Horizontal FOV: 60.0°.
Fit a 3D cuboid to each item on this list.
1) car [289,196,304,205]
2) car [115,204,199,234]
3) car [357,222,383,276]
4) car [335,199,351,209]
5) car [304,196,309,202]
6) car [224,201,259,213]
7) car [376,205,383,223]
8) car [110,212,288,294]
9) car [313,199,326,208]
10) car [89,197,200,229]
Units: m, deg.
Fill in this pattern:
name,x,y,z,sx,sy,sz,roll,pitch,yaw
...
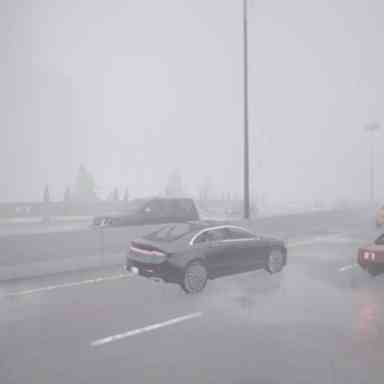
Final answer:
name,x,y,z,sx,sy,sz,roll,pitch,yaw
car,21.582,2.009,70.139,2.128,1.511,4.902,0,-1,11
car,-2.053,1.581,20.736,4.902,1.511,2.128,0,0,-43
car,6.503,1.621,9.317,4.718,1.301,1.895,0,0,-42
car,22.258,1.741,49.032,1.882,1.535,5.008,0,-1,24
car,29.905,1.908,89.366,1.837,1.490,4.892,0,-1,-1
car,5.053,1.656,33.642,2.128,1.511,4.902,0,-1,37
car,13.679,1.421,21.815,2.097,1.767,4.553,0,-1,41
car,0.608,1.523,8.930,4.902,1.511,2.128,0,0,-39
car,20.877,1.870,54.583,2.033,1.411,5.357,0,-1,22
car,-2.050,1.288,16.007,5.566,2.045,2.150,0,0,-41
